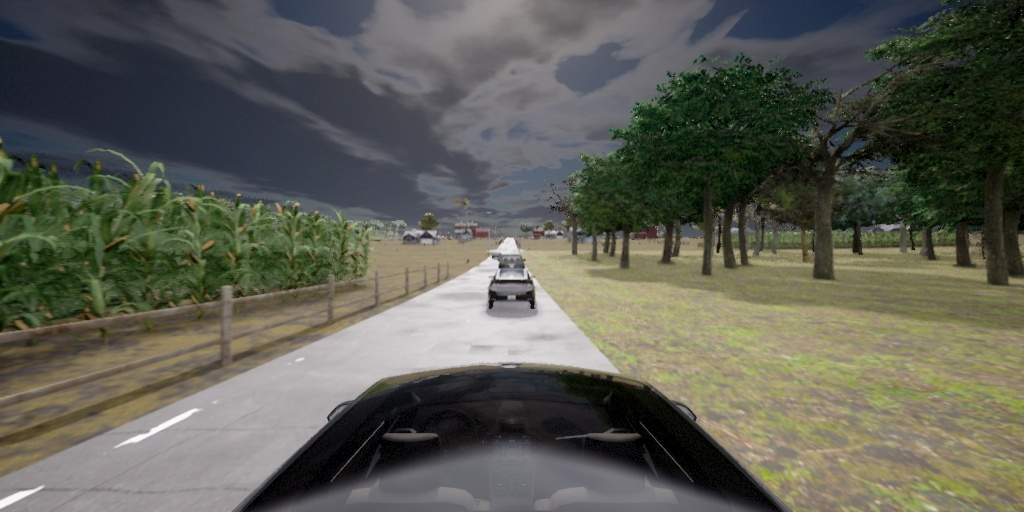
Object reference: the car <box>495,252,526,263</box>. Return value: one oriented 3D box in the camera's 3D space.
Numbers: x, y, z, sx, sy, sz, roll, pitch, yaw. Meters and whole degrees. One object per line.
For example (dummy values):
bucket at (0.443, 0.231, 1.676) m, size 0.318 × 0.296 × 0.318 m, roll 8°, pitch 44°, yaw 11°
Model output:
car at (-0.028, 0.807, 29.332) m, size 2.150 × 2.045 × 5.566 m, roll 0°, pitch 2°, yaw 0°

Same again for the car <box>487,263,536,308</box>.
car at (-0.001, 1.257, 15.300) m, size 2.128 × 1.511 × 4.902 m, roll 0°, pitch 0°, yaw 0°
